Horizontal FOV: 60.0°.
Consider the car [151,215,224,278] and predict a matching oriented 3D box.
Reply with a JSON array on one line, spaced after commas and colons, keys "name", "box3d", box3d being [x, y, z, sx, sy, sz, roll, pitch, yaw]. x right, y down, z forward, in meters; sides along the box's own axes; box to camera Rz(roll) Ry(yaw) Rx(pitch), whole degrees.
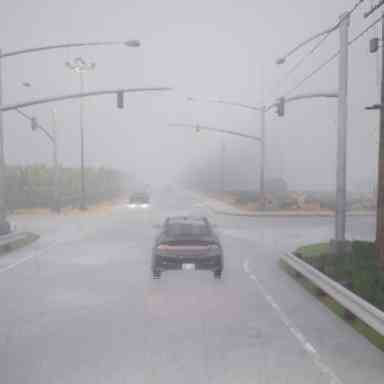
[{"name": "car", "box3d": [-0.196, 1.460, 10.180, 2.128, 1.511, 4.902, 0, 2, -3]}]

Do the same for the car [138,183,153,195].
[{"name": "car", "box3d": [-7.498, -0.551, 54.038, 2.097, 1.767, 4.553, 0, 2, -6]}]

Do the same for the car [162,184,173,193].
[{"name": "car", "box3d": [-4.389, -0.639, 60.056, 1.812, 1.442, 4.674, 0, 2, -4]}]

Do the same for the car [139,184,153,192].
[{"name": "car", "box3d": [-6.440, 0.058, 43.989, 1.812, 1.442, 4.674, 0, 2, -6]}]

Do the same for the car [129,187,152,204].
[{"name": "car", "box3d": [-5.541, 0.470, 35.379, 1.994, 1.385, 4.181, 0, 2, -6]}]

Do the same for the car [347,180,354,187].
[{"name": "car", "box3d": [40.811, -2.105, 84.298, 1.905, 1.878, 3.866, 10, 10, 40]}]
